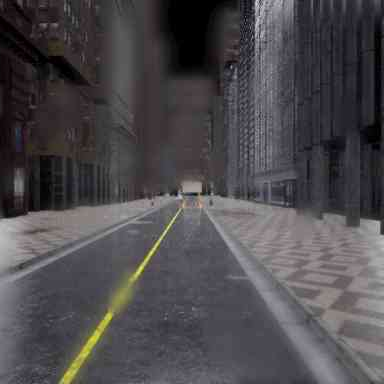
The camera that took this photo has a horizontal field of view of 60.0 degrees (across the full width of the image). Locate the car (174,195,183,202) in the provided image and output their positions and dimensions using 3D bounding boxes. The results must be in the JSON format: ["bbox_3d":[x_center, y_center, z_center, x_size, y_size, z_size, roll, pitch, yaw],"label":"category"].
[{"bbox_3d":[-3.000,1.504,76.711,1.812,1.442,4.674,0,0,0],"label":"car"}]

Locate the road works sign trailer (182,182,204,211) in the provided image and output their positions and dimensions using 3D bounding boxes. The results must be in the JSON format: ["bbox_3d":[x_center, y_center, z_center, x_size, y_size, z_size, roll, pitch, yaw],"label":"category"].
[{"bbox_3d":[0.005,0.480,39.986,2.380,3.560,2.880,0,0,0],"label":"road works sign trailer"}]
